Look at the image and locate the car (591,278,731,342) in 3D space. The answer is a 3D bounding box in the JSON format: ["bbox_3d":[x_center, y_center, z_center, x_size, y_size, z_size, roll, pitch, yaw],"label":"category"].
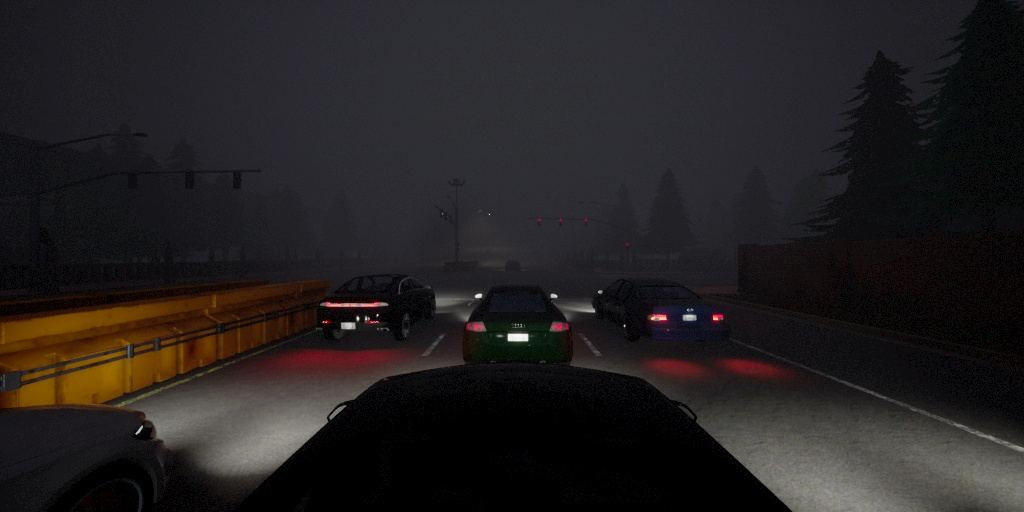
[{"bbox_3d":[3.599,1.297,9.781,2.033,1.411,5.357,0,0,0],"label":"car"}]

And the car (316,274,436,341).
[{"bbox_3d":[-3.400,1.241,9.875,2.128,1.511,4.902,0,0,0],"label":"car"}]

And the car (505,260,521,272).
[{"bbox_3d":[0.096,1.228,45.982,1.882,1.535,5.008,0,0,0],"label":"car"}]

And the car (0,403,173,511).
[{"bbox_3d":[-3.403,1.276,0.638,1.812,1.442,4.674,0,0,0],"label":"car"}]

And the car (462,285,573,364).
[{"bbox_3d":[0.099,1.314,7.924,1.994,1.385,4.181,0,0,0],"label":"car"}]
